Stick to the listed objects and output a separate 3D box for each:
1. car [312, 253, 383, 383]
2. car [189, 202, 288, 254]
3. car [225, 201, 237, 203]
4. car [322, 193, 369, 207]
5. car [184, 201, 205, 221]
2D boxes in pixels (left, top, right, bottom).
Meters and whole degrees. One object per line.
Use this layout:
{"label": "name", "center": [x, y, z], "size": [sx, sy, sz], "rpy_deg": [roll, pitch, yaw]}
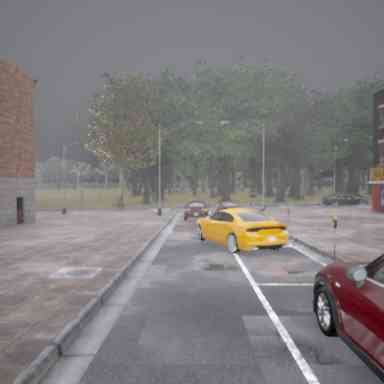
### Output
{"label": "car", "center": [3.034, 1.331, 3.722], "size": [2.097, 1.767, 4.553], "rpy_deg": [0, 0, 1]}
{"label": "car", "center": [1.762, 1.406, 13.425], "size": [1.882, 1.535, 5.008], "rpy_deg": [-1, 1, -22]}
{"label": "car", "center": [2.967, 1.409, 26.934], "size": [1.887, 1.381, 4.507], "rpy_deg": [-1, 0, 1]}
{"label": "car", "center": [17.184, 0.922, 37.306], "size": [4.892, 1.490, 1.837], "rpy_deg": [-1, 1, 2]}
{"label": "car", "center": [0.385, 1.394, 25.924], "size": [1.812, 1.442, 4.674], "rpy_deg": [0, 0, 2]}
